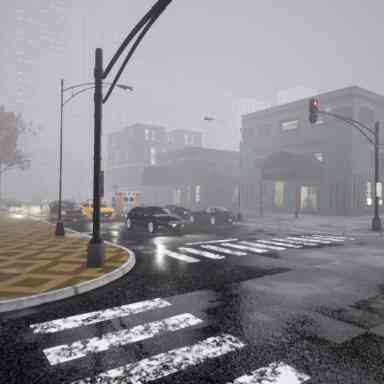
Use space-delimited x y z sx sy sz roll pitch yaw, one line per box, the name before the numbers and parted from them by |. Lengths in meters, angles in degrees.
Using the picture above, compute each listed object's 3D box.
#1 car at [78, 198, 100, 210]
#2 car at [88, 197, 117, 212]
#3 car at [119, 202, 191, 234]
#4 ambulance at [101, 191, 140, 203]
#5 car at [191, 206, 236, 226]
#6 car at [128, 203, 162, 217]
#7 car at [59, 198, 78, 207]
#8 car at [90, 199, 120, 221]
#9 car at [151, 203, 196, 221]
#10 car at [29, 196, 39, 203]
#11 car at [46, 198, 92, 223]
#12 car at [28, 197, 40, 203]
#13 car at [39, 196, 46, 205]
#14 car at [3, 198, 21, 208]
car | -15.019 1.724 48.377 1.967 1.590 4.097 1 -1 -35
car | -11.832 1.573 43.832 2.192 1.841 5.009 1 -1 -35
car | -2.348 1.558 19.803 1.837 1.490 4.892 1 -1 -35
ambulance | -7.387 1.192 32.550 2.351 2.431 6.366 1 -1 -35
car | 1.405 1.700 24.782 2.008 1.369 4.403 1 -1 -35
car | -4.834 1.782 33.796 1.802 1.307 4.206 1 -1 -35
car | -21.378 1.777 57.475 1.967 1.590 4.097 1 -1 -35
car | -8.147 1.578 28.193 1.882 1.535 5.008 1 -1 -35
car | -1.715 1.741 29.290 1.947 1.339 4.313 1 -1 -35
car | -37.172 1.787 80.299 2.192 1.841 5.009 1 -1 -35
car | -9.420 1.492 25.246 1.967 1.590 4.097 1 -1 -35
car | -40.333 2.051 84.861 2.008 1.369 4.403 1 -1 -35
car | -30.952 1.944 71.308 1.752 1.417 4.829 1 -1 -35
car | -28.171 1.738 52.565 1.752 1.417 4.829 1 -1 -35
